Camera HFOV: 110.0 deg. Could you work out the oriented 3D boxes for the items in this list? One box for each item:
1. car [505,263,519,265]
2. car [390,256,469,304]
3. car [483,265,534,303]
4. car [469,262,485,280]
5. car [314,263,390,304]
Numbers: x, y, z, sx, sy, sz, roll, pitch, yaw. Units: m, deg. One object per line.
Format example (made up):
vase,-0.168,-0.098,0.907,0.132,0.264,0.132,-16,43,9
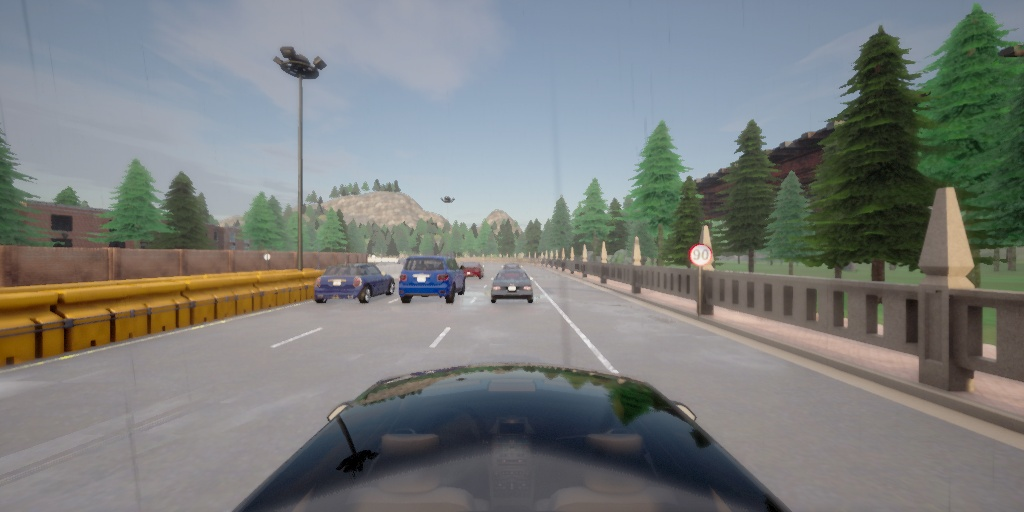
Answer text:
car,0.000,1.320,31.500,1.994,1.385,4.181,0,0,0
car,-3.500,1.005,16.530,2.150,2.045,5.566,0,0,0
car,0.000,1.310,16.500,2.033,1.411,5.357,0,0,0
car,-3.500,1.232,31.500,1.882,1.535,5.008,0,0,0
car,-7.000,1.113,16.470,2.097,1.767,4.553,0,0,0
